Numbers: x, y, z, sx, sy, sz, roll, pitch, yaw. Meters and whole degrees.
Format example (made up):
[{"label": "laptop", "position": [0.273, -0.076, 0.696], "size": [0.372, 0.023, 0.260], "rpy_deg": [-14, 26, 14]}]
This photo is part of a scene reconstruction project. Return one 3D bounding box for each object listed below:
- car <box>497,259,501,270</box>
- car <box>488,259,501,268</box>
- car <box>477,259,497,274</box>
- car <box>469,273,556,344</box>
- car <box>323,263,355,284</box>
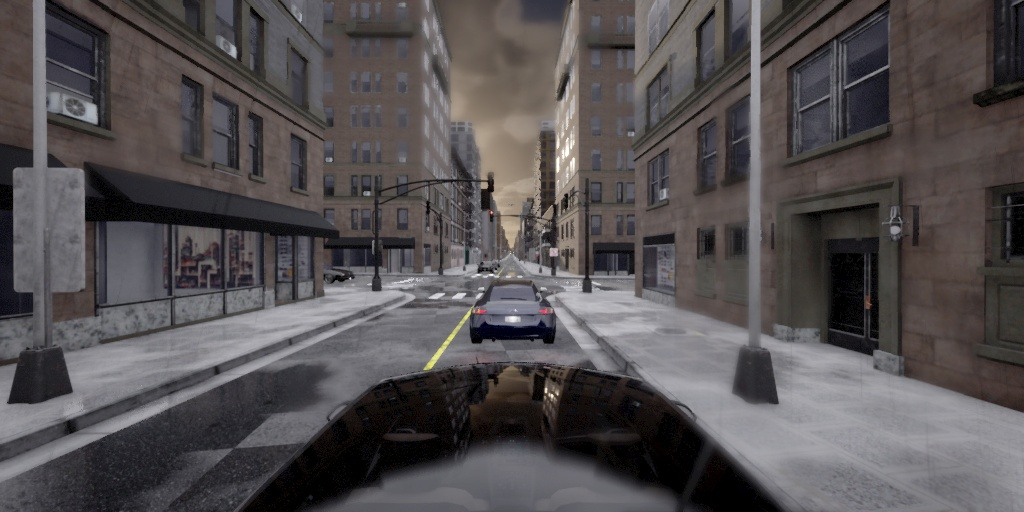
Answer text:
[{"label": "car", "position": [-3.081, 1.368, 52.892], "size": [2.033, 1.411, 5.357], "rpy_deg": [0, 0, 0]}, {"label": "car", "position": [-3.039, 1.318, 63.301], "size": [1.882, 1.535, 5.008], "rpy_deg": [0, 0, 0]}, {"label": "car", "position": [-3.083, 1.306, 43.070], "size": [1.837, 1.490, 4.892], "rpy_deg": [0, 0, 0]}, {"label": "car", "position": [0.013, 1.315, 9.627], "size": [1.994, 1.385, 4.181], "rpy_deg": [0, 0, 0]}, {"label": "car", "position": [-13.867, 1.136, 24.900], "size": [5.357, 1.411, 2.033], "rpy_deg": [1, 0, 1]}]
